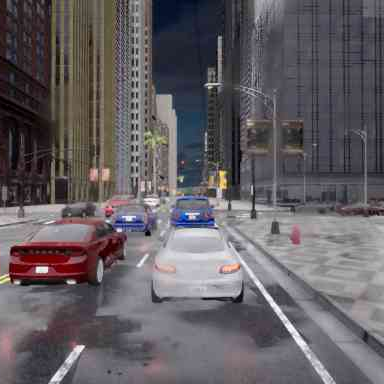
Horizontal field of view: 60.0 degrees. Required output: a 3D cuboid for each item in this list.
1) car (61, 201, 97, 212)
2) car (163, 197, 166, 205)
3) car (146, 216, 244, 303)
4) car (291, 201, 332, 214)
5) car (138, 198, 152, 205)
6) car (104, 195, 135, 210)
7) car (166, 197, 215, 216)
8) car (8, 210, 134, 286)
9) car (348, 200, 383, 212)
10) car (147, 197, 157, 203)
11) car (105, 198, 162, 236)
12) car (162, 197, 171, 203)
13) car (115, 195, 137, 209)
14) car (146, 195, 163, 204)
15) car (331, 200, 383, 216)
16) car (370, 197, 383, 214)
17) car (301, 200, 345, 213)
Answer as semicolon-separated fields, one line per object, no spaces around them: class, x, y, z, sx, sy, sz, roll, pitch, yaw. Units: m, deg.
car;-9.824;1.567;29.250;1.882;1.535;5.008;0;0;0
car;-6.429;1.869;69.101;1.837;1.490;4.892;0;0;0
car;0.107;1.534;8.089;1.812;1.442;4.674;0;0;0
car;12.839;1.636;35.914;4.181;1.385;1.994;0;-1;-1
car;-9.681;1.911;68.771;2.033;1.411;5.357;0;0;0
car;-6.574;1.313;31.204;2.150;2.045;5.566;0;0;0
car;0.044;1.258;17.791;2.150;2.045;5.566;0;0;1
car;-3.142;1.489;9.462;1.882;1.535;5.008;0;0;0
car;20.864;1.644;38.782;4.313;1.339;1.947;0;0;-1
car;-9.668;1.981;80.167;1.812;1.442;4.674;0;0;0
car;-3.131;1.392;18.688;2.097;1.767;4.553;0;0;0
car;-6.413;1.997;83.498;1.812;1.442;4.674;0;0;0
car;-9.787;1.444;49.702;2.150;2.045;5.566;0;0;0
car;-6.536;1.472;53.987;2.150;2.045;5.566;0;0;1
car;15.345;1.577;30.176;4.206;1.307;1.802;0;0;-1
car;22.171;1.393;36.047;4.553;1.767;2.097;0;-1;-1
car;15.224;1.663;38.700;4.313;1.339;1.947;0;0;-1
